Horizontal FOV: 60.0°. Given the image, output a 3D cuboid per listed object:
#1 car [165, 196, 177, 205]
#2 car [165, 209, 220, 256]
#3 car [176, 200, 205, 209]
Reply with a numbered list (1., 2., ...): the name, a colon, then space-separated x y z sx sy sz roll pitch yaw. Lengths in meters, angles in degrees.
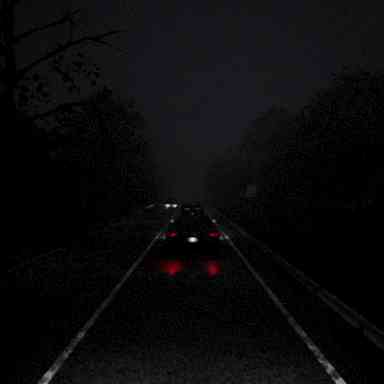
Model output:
1. car: -3.578 1.455 57.585 1.994 1.385 4.181 0 0 0
2. car: 0.043 1.583 13.239 1.994 1.385 4.181 0 0 1
3. car: 0.037 1.510 27.972 2.128 1.511 4.902 0 0 1
